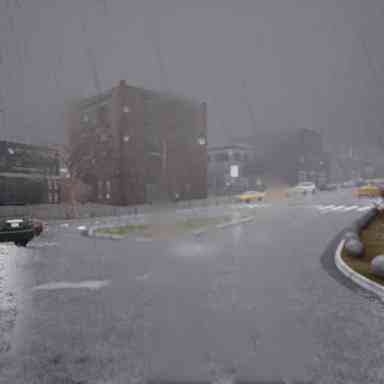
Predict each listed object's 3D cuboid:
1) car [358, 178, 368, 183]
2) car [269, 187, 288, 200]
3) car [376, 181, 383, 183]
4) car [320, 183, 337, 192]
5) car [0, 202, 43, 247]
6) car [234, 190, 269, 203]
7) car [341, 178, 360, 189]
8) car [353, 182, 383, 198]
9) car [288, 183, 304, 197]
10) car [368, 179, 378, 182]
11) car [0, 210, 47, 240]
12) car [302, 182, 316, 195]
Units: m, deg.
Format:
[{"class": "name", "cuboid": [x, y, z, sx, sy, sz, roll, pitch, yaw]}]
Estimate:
[{"class": "car", "cuboid": [38.007, -2.123, 77.102, 2.435, 2.045, 5.566, -1, 3, 43]}, {"class": "car", "cuboid": [11.466, 0.273, 48.683, 1.946, 1.575, 5.366, -1, 3, 43]}, {"class": "car", "cuboid": [30.672, -0.604, 52.071, 2.033, 1.411, 5.357, -1, 3, 43]}, {"class": "car", "cuboid": [26.719, -0.929, 65.016, 2.163, 1.488, 4.792, -1, 3, 43]}, {"class": "car", "cuboid": [-9.456, 1.455, 15.040, 5.566, 2.045, 2.150, 0, -1, 34]}, {"class": "car", "cuboid": [7.695, 0.580, 44.660, 1.946, 1.575, 5.366, -1, 3, 43]}, {"class": "car", "cuboid": [34.277, -1.568, 73.104, 2.231, 1.521, 4.892, -1, 3, 43]}, {"class": "car", "cuboid": [23.810, -0.114, 44.628, 1.882, 1.535, 5.008, -1, 3, 43]}, {"class": "car", "cuboid": [15.232, -0.032, 52.714, 1.946, 1.575, 5.366, -1, 3, 43]}, {"class": "car", "cuboid": [44.399, -2.390, 84.022, 2.231, 1.521, 4.892, -1, 3, 44]}, {"class": "car", "cuboid": [-10.704, 1.824, 19.199, 4.181, 1.385, 1.994, 0, 0, 24]}, {"class": "car", "cuboid": [19.181, -0.600, 56.943, 2.435, 2.045, 5.566, -1, 3, 43]}]
